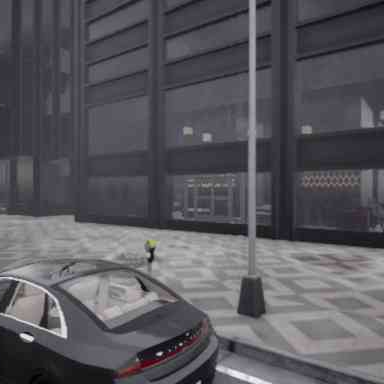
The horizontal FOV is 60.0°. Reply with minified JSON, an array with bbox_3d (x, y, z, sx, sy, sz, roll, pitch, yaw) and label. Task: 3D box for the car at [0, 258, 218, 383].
[{"bbox_3d":[-1.775,1.546,4.228,4.403,1.369,2.008,0,0,36],"label":"car"}]
